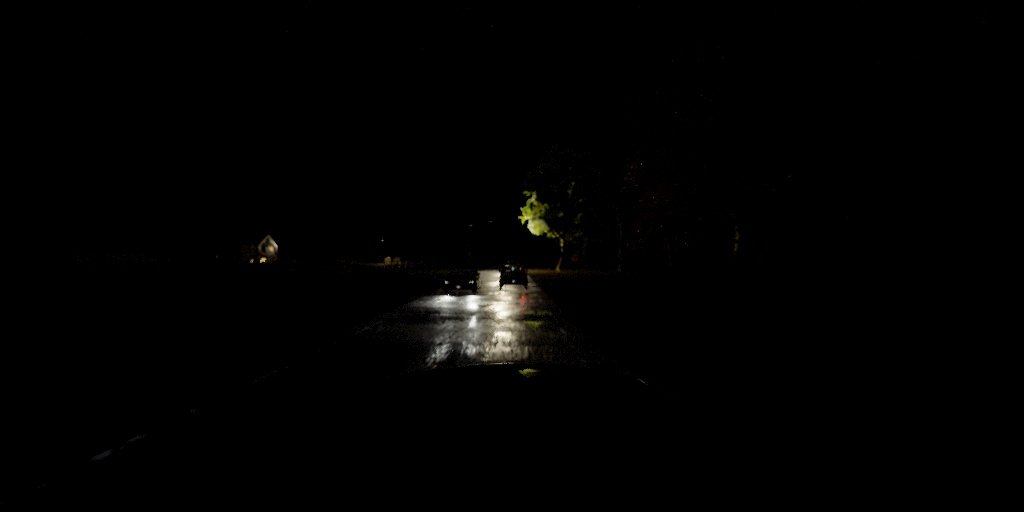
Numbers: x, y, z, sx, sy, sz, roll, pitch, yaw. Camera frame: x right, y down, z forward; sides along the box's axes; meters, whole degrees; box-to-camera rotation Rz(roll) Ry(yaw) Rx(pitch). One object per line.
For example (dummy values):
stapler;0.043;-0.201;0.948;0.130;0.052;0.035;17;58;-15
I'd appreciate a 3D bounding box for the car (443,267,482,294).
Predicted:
car;-2.847;1.389;21.369;1.812;1.442;4.674;0;0;0

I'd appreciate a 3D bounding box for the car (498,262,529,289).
car;0.101;1.373;24.616;2.128;1.511;4.902;0;0;0
